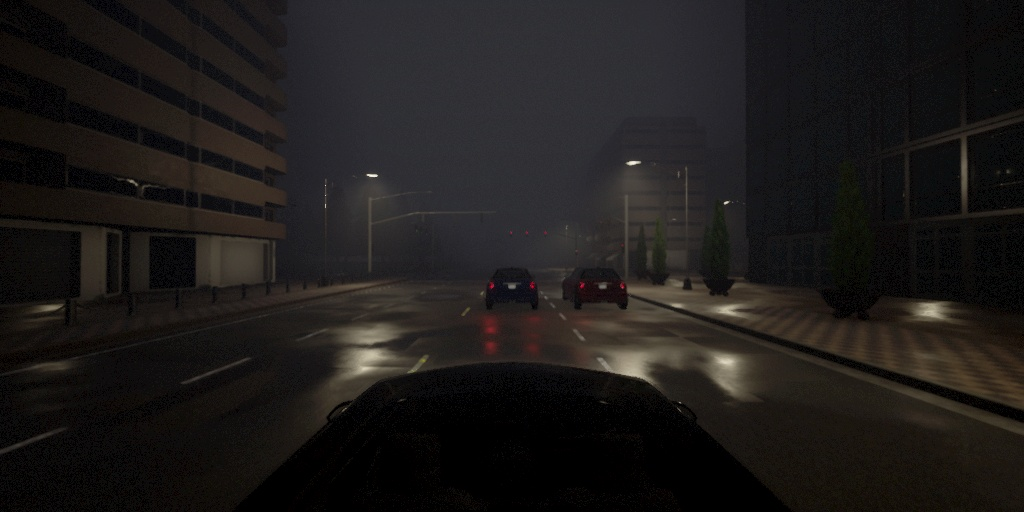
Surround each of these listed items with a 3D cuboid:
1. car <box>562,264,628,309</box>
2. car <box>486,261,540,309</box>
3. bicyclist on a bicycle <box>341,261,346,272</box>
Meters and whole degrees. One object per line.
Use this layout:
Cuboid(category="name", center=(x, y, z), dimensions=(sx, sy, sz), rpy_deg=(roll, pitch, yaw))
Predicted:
Cuboid(category="car", center=(3.503, 1.233, 15.934), dimensions=(2.097, 1.767, 4.553), rpy_deg=(0, -1, 0))
Cuboid(category="car", center=(0.003, 1.233, 15.933), dimensions=(2.097, 1.767, 4.553), rpy_deg=(0, -1, 0))
Cuboid(category="bicyclist on a bicycle", center=(-25.672, 1.601, 54.555), dimensions=(0.582, 1.620, 1.656), rpy_deg=(0, 0, 0))
